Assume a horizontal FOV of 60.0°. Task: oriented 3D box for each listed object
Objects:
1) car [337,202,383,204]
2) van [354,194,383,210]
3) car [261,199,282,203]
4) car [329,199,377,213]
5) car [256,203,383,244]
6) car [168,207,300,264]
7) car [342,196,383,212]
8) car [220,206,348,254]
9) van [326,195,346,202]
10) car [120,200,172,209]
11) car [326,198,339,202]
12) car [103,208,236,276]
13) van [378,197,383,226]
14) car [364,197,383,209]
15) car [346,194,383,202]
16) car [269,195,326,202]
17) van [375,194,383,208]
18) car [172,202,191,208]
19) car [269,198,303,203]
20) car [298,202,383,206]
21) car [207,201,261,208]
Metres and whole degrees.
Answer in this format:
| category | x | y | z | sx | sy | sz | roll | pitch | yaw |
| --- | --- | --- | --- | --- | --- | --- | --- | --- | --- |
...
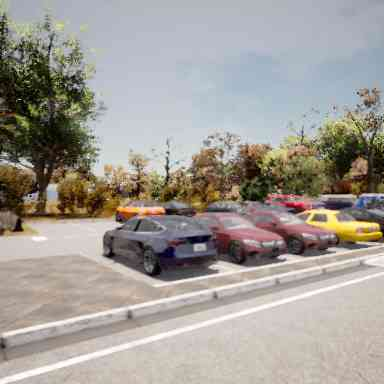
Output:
| category | x | y | z | sx | sy | sz | roll | pitch | yaw |
| --- | --- | --- | --- | --- | --- | --- | --- | --- | --- |
| car | 10.425 | 1.538 | 18.454 | 2.097 | 1.535 | 5.008 | 1 | 0 | -35 |
| van | 23.883 | 1.299 | 43.441 | 1.878 | 1.987 | 4.442 | -1 | 0 | -35 |
| car | 5.377 | 1.588 | 30.239 | 2.163 | 1.488 | 4.792 | 1 | 0 | -35 |
| car | 19.319 | 1.607 | 40.124 | 2.163 | 1.488 | 4.792 | -1 | 0 | -35 |
| car | 5.701 | 1.488 | 15.348 | 1.946 | 1.575 | 5.366 | 1 | 0 | -35 |
| car | 1.186 | 1.484 | 11.944 | 2.002 | 1.452 | 4.674 | 1 | 0 | -35 |
| car | 21.560 | 1.427 | 41.624 | 2.185 | 1.767 | 4.553 | -1 | 0 | -35 |
| car | 3.496 | 1.508 | 13.571 | 2.002 | 1.452 | 4.674 | 1 | 0 | -35 |
| van | 17.092 | 1.378 | 38.373 | 1.878 | 1.987 | 4.442 | -1 | 0 | -35 |
| car | -3.755 | 1.340 | 23.809 | 2.185 | 1.767 | 4.553 | 1 | 0 | -35 |
| car | 12.300 | 1.625 | 35.141 | 2.097 | 1.535 | 5.008 | 1 | -1 | -35 |
| car | -1.141 | 1.451 | 10.339 | 2.163 | 1.488 | 4.792 | 1 | 0 | -35 |
| van | 14.983 | 1.359 | 21.800 | 1.878 | 1.987 | 4.442 | 1 | 0 | -35 |
| car | 26.259 | 1.500 | 44.976 | 2.231 | 1.521 | 4.892 | -1 | 0 | -35 |
| car | 12.757 | 1.310 | 20.055 | 2.435 | 2.045 | 5.566 | 1 | 0 | -35 |
| car | 9.996 | 1.354 | 33.492 | 2.435 | 2.045 | 5.566 | 1 | 0 | -35 |
| van | 28.505 | 1.246 | 46.691 | 1.878 | 1.987 | 4.442 | -1 | 0 | -35 |
| car | -1.564 | 1.488 | 25.384 | 2.097 | 1.535 | 5.008 | 1 | 0 | -35 |
| car | 7.686 | 1.611 | 31.864 | 2.163 | 1.488 | 4.792 | 1 | 0 | -35 |
| car | 8.122 | 1.514 | 16.819 | 2.097 | 1.535 | 5.008 | 1 | 0 | -35 |
| car | 3.150 | 1.537 | 28.715 | 2.231 | 1.521 | 4.892 | 1 | 0 | -35 |
